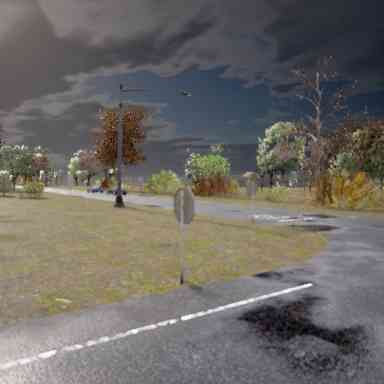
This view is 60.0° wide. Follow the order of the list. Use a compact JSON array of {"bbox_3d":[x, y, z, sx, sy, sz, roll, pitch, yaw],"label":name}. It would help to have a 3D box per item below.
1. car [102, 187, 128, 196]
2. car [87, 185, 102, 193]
[{"bbox_3d":[-11.891,-0.139,52.164,1.895,1.301,4.718,0,2,-36],"label":"car"},{"bbox_3d":[-17.445,-0.522,59.945,1.812,1.442,4.674,0,2,-36],"label":"car"}]
